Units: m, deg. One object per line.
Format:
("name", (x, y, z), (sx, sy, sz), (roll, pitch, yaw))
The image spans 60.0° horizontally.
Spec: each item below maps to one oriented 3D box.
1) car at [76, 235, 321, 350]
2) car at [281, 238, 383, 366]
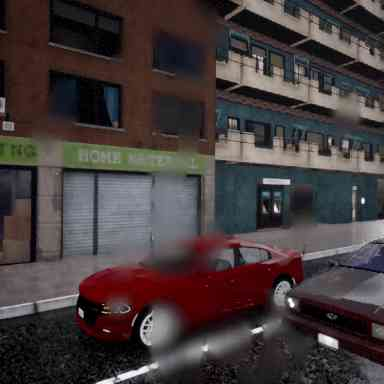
("car", (0.190, 1.546, 6.224), (4.507, 1.381, 1.887), (0, 1, -35))
("car", (3.936, 1.549, 5.875), (5.357, 1.411, 2.033), (0, 0, -36))
